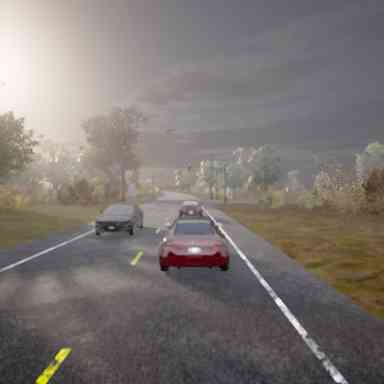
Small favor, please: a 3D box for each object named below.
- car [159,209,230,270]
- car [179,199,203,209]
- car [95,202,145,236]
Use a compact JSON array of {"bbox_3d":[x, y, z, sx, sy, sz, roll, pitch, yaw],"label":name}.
[{"bbox_3d":[0.054,1.477,10.729,1.994,1.385,4.181,0,0,0],"label":"car"},{"bbox_3d":[-0.103,1.310,26.854,1.812,1.442,4.674,0,0,-1],"label":"car"},{"bbox_3d":[-3.694,1.336,17.653,1.882,1.535,5.008,0,0,-1],"label":"car"}]
